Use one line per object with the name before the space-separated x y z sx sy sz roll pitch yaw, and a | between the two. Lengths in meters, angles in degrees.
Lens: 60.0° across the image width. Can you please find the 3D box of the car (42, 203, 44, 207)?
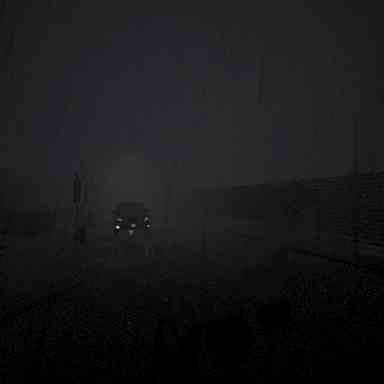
car | -25.313 2.537 53.015 3.633 1.501 1.845 -1 -1 -14

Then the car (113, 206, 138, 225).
car | -6.565 2.186 32.254 2.128 1.511 4.902 -1 -1 -14

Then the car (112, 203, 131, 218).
car | -8.963 2.261 41.996 2.097 1.767 4.553 -1 -1 -14

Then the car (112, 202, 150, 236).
car | -4.178 1.703 22.611 2.150 2.045 5.566 -1 -1 -14
